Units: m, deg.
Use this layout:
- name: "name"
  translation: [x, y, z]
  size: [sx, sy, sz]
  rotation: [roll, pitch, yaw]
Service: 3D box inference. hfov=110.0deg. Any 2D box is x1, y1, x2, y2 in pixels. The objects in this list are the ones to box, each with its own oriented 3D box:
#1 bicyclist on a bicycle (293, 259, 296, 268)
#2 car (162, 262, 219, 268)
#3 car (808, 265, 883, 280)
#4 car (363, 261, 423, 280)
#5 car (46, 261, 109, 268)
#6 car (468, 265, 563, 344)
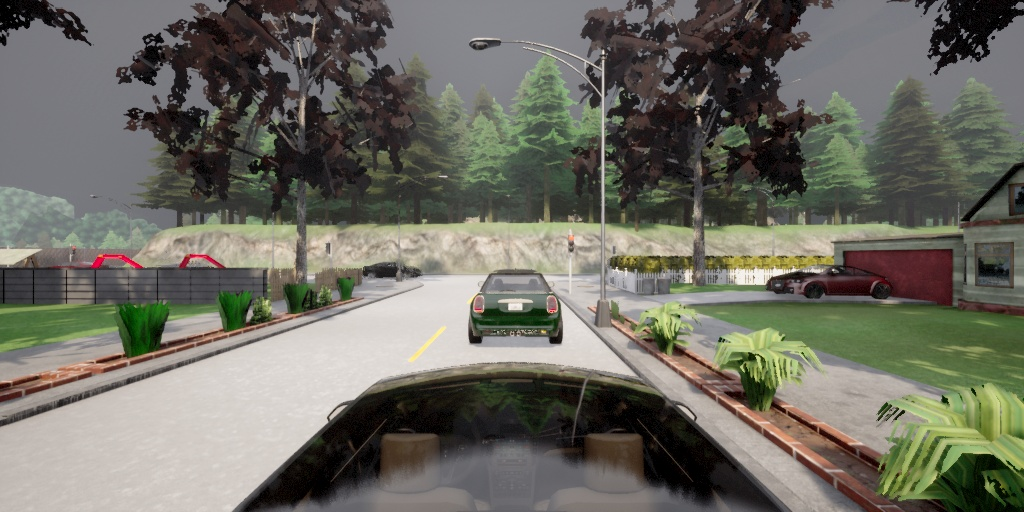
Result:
- name: "bicyclist on a bicycle"
  translation: [-23.711, 1.099, 39.546]
  size: [0.582, 1.620, 1.656]
  rotation: [0, 0, 1]
- name: "car"
  translation: [-27.589, 1.241, 31.188]
  size: [4.902, 1.511, 2.128]
  rotation: [0, 0, 1]
- name: "car"
  translation: [32.267, 1.228, 34.805]
  size: [5.008, 1.535, 1.882]
  rotation: [0, 0, 1]
- name: "car"
  translation: [-10.202, 1.227, 30.790]
  size: [5.008, 1.535, 1.882]
  rotation: [0, 0, 6]
- name: "car"
  translation: [-42.952, 1.228, 35.433]
  size: [5.008, 1.535, 1.882]
  rotation: [0, 0, 1]
- name: "car"
  translation: [0.108, 1.102, 9.759]
  size: [2.097, 1.767, 4.553]
  rotation: [0, 0, 1]
